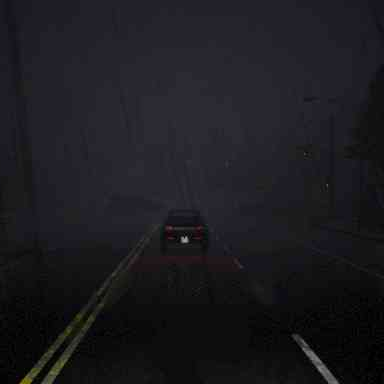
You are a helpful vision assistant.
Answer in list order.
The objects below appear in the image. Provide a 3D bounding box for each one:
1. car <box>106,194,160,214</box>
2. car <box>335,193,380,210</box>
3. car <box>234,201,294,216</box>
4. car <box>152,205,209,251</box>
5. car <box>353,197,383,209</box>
[{"bbox_3d":[-5.972,1.193,34.275,5.566,2.045,2.150,0,0,-2],"label":"car"},{"bbox_3d":[21.115,1.166,42.344,5.566,2.045,2.150,0,0,-2],"label":"car"},{"bbox_3d":[6.677,1.519,31.179,5.357,1.411,2.033,0,0,-2],"label":"car"},{"bbox_3d":[-0.325,1.491,14.102,2.128,1.511,4.902,0,0,-2],"label":"car"},{"bbox_3d":[21.902,1.545,38.869,4.718,1.301,1.895,0,0,-2],"label":"car"}]
